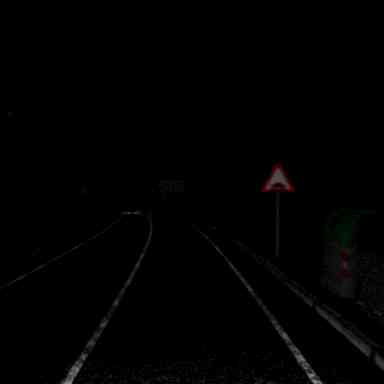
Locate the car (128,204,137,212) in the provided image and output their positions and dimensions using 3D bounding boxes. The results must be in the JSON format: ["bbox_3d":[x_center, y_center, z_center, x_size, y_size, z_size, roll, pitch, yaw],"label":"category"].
[{"bbox_3d":[-11.611,3.105,64.744,2.033,1.411,5.357,0,1,-11],"label":"car"}]

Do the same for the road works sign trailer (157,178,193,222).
[{"bbox_3d":[-1.585,0.544,27.757,2.380,3.560,2.880,-2,-22,-18],"label":"road works sign trailer"}]
